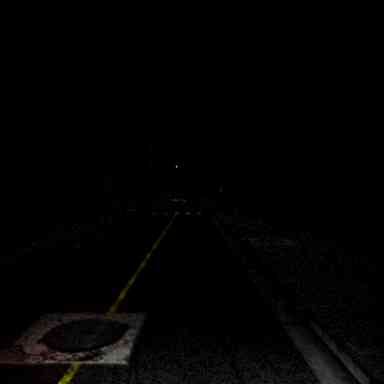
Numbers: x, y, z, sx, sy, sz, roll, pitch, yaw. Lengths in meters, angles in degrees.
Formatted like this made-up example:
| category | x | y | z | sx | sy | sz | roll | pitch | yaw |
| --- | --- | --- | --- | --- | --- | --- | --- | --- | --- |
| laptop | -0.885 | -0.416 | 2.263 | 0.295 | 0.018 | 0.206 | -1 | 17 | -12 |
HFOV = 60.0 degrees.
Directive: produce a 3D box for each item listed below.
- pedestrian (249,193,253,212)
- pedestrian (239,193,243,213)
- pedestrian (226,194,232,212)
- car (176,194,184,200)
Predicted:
| category | x | y | z | sx | sy | sz | roll | pitch | yaw |
| --- | --- | --- | --- | --- | --- | --- | --- | --- | --- |
| pedestrian | 5.625 | 1.034 | 31.921 | 0.375 | 1.860 | 0.375 | 0 | 0 | 0 |
| pedestrian | 4.625 | 1.039 | 31.321 | 0.375 | 1.860 | 0.375 | 0 | 0 | 0 |
| pedestrian | 3.625 | 1.036 | 32.521 | 0.375 | 1.860 | 0.375 | 0 | 0 | 0 |
| car | -3.026 | 1.198 | 84.961 | 1.882 | 1.535 | 5.008 | 0 | 0 | 0 |
